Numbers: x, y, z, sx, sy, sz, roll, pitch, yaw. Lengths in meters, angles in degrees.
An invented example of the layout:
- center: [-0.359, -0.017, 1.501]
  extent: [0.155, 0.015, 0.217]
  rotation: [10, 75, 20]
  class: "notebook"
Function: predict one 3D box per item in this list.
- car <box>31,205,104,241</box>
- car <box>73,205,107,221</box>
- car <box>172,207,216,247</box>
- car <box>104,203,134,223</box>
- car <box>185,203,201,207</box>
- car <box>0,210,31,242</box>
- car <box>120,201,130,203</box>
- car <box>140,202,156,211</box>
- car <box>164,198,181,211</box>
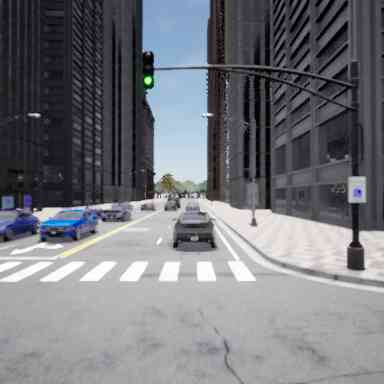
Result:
- center: [-6.595, 1.694, 18.316]
  extent: [1.882, 1.535, 5.008]
  rotation: [0, -1, 0]
  class: "car"
- center: [-9.829, 1.983, 32.482]
  extent: [1.895, 1.301, 4.718]
  rotation: [0, -1, 0]
  class: "car"
- center: [0.103, 1.694, 16.116]
  extent: [1.837, 1.490, 4.892]
  rotation: [0, -1, 0]
  class: "car"
- center: [-6.587, 1.909, 29.289]
  extent: [1.994, 1.385, 4.181]
  rotation: [0, -1, 0]
  class: "car"
- center: [0.109, 2.031, 41.066]
  extent: [2.033, 1.411, 5.357]
  rotation: [0, -1, 0]
  class: "car"
- center: [-9.842, 1.738, 17.945]
  extent: [1.812, 1.442, 4.674]
  rotation: [0, -1, 0]
  class: "car"
- center: [-9.774, 2.100, 48.512]
  extent: [1.812, 1.442, 4.674]
  rotation: [0, -1, 1]
  class: "car"
- center: [-6.513, 2.153, 49.679]
  extent: [1.994, 1.385, 4.181]
  rotation: [0, -1, 1]
  class: "car"
- center: [-3.240, 2.096, 50.972]
  extent: [2.128, 1.511, 4.902]
  rotation: [0, -1, 0]
  class: "car"
